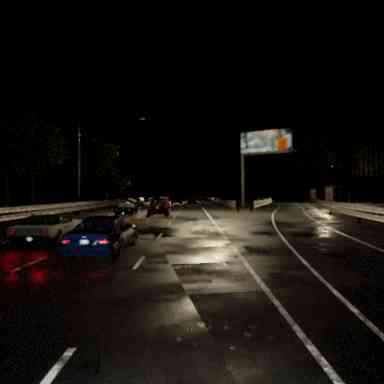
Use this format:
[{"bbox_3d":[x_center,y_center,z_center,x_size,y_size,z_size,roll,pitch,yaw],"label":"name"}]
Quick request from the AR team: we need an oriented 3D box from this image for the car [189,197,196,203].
[{"bbox_3d":[0.048,1.989,85.783,1.812,1.442,4.674,0,0,0],"label":"car"}]

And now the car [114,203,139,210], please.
[{"bbox_3d":[-6.888,1.841,35.463,1.895,1.301,4.718,0,0,0],"label":"car"}]

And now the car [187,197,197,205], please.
[{"bbox_3d":[0.040,1.919,70.919,1.812,1.442,4.674,0,0,0],"label":"car"}]

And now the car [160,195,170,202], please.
[{"bbox_3d":[-6.952,1.652,85.622,2.097,1.767,4.553,0,0,0],"label":"car"}]

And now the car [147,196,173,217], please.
[{"bbox_3d":[-3.380,1.588,34.641,2.097,1.767,4.553,0,0,0],"label":"car"}]

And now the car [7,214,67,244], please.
[{"bbox_3d":[-6.891,1.723,16.323,1.895,1.301,4.718,0,0,0],"label":"car"}]

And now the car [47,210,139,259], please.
[{"bbox_3d":[-3.395,1.646,13.001,2.033,1.411,5.357,0,0,0],"label":"car"}]

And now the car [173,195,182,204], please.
[{"bbox_3d":[-3.457,1.631,75.259,2.150,2.045,5.566,0,0,0],"label":"car"}]

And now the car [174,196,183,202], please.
[{"bbox_3d":[-3.452,1.822,85.649,2.128,1.511,4.902,0,0,0],"label":"car"}]
